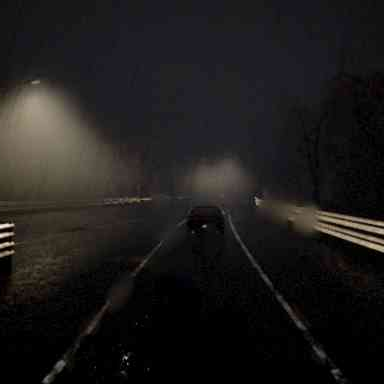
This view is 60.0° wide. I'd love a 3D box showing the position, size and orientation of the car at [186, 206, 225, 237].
[{"bbox_3d":[0.773,1.472,18.151,1.882,1.535,5.008,0,0,4],"label":"car"}]
